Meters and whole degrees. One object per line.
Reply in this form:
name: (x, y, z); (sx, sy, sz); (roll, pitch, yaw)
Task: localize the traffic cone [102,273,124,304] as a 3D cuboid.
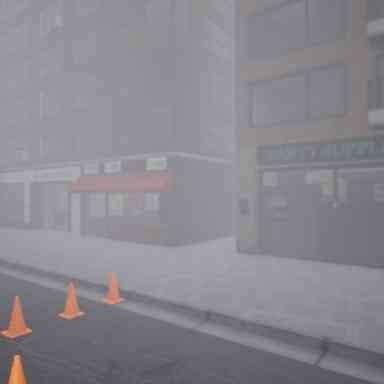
traffic cone: (-1.666, 1.999, 7.020); (0.340, 0.580, 0.340); (0, 0, 36)

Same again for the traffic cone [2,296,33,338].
traffic cone: (-2.836, 1.988, 5.398); (0.340, 0.580, 0.340); (0, 0, 36)

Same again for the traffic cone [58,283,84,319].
traffic cone: (-2.251, 1.994, 6.209); (0.340, 0.580, 0.340); (0, 0, 36)

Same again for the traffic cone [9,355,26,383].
traffic cone: (-1.799, 1.976, 3.417); (0.340, 0.580, 0.340); (0, 0, 36)
